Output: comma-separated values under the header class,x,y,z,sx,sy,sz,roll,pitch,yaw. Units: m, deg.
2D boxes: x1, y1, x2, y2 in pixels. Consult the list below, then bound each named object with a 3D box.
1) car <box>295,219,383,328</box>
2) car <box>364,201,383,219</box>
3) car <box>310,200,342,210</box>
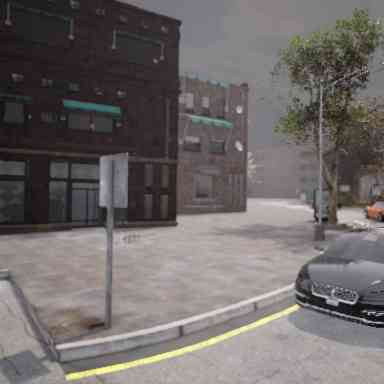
class,x,y,z,sx,sy,sz,roll,pitch,yaw
car,4.013,1.583,7.189,1.837,1.490,4.892,2,1,45
car,16.166,1.519,27.821,2.097,1.767,4.553,1,1,9
car,16.342,1.406,40.826,2.128,1.511,4.902,1,1,-9
